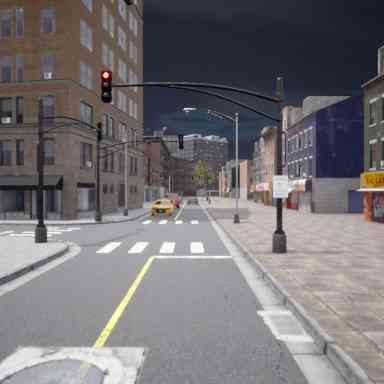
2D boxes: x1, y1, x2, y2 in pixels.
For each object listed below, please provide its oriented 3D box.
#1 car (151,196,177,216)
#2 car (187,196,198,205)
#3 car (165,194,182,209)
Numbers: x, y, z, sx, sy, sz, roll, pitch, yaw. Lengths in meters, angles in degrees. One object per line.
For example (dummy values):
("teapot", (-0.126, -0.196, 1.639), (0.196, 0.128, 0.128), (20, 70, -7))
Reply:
("car", (-2.835, 1.481, 32.741), (1.882, 1.535, 5.008), (0, 0, 0))
("car", (0.119, 1.507, 59.117), (2.128, 1.511, 4.902), (0, 0, 0))
("car", (-2.836, 1.231, 46.104), (2.150, 2.045, 5.566), (0, 0, 0))
